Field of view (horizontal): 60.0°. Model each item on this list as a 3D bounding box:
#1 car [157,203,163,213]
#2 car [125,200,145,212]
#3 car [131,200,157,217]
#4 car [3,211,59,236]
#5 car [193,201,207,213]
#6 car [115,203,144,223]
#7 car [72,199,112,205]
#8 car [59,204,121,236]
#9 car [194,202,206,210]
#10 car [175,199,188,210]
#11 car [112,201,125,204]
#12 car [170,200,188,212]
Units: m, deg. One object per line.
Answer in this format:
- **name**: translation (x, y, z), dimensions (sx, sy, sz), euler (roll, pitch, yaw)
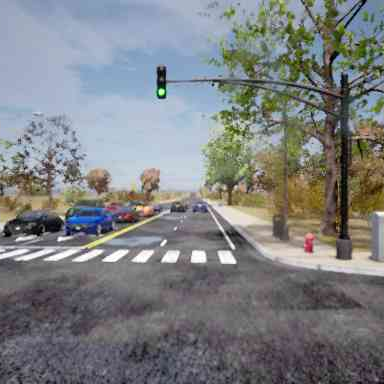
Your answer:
- **car**: translation (-5.367, 2.266, 49.326), dimensions (2.033, 1.411, 5.357), euler (0, -1, 2)
- **car**: translation (-8.567, 2.083, 50.716), dimensions (2.097, 1.767, 4.553), euler (0, -1, 2)
- **car**: translation (-5.712, 1.908, 38.392), dimensions (2.097, 1.767, 4.553), euler (0, -1, 2)
- **car**: translation (-9.480, 1.829, 20.199), dimensions (1.994, 1.385, 4.181), euler (0, -1, 2)
- **car**: translation (1.194, 2.095, 49.556), dimensions (2.097, 1.767, 4.553), euler (0, -1, 2)
- **car**: translation (-5.948, 1.988, 29.841), dimensions (1.994, 1.385, 4.181), euler (0, -1, 3)
- **car**: translation (-9.215, 1.631, 29.550), dimensions (2.150, 2.045, 5.566), euler (0, -1, 2)
- **car**: translation (-6.210, 1.764, 20.865), dimensions (1.882, 1.535, 5.008), euler (0, -1, 2)
- **car**: translation (1.480, 2.454, 59.647), dimensions (1.994, 1.385, 4.181), euler (0, -1, 2)
- **car**: translation (-1.769, 2.232, 59.712), dimensions (2.097, 1.767, 4.553), euler (0, -1, 2)
- **car**: translation (-8.930, 1.916, 39.698), dimensions (2.097, 1.767, 4.553), euler (0, -1, 2)
- **car**: translation (-2.053, 2.086, 49.681), dimensions (2.097, 1.767, 4.553), euler (0, -1, 2)
